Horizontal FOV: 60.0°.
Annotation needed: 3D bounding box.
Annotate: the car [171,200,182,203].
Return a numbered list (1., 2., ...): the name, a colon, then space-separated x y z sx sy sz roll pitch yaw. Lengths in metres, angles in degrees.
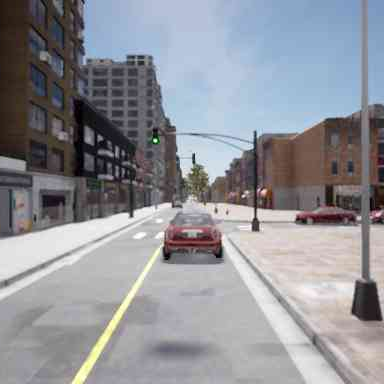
1. car: -2.799 2.313 61.665 1.882 1.535 5.008 0 -1 1

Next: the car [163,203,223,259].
1. car: 0.130 1.504 13.420 2.097 1.767 4.553 0 -1 3

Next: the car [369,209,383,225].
1. car: 15.828 1.732 26.011 4.097 1.590 1.967 0 -1 0

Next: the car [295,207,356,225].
1. car: 10.364 1.842 26.013 4.507 1.381 1.887 0 -1 0
